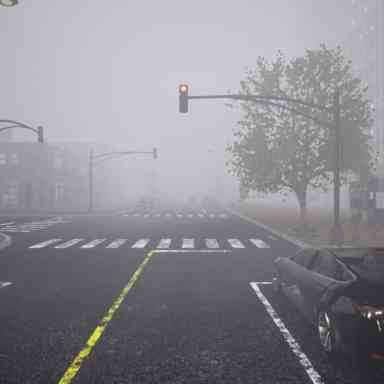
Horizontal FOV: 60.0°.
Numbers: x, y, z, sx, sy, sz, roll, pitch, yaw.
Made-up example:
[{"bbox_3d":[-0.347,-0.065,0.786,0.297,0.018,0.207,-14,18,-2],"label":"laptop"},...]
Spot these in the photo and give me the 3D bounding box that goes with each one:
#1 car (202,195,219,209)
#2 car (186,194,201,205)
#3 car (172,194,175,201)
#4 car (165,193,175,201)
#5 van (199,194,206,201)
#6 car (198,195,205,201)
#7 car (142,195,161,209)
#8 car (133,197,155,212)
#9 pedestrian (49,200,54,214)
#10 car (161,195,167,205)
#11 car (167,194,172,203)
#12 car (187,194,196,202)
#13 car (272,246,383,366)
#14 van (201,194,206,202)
[{"bbox_3d":[2.644,1.528,44.000,1.752,1.417,4.829,0,0,0],"label":"car"},{"bbox_3d":[0.033,1.568,59.036,1.994,1.385,4.181,0,0,0],"label":"car"},{"bbox_3d":[-5.780,1.558,82.675,2.008,1.369,4.403,0,0,0],"label":"car"},{"bbox_3d":[-5.786,1.324,88.227,2.192,1.841,5.009,0,0,0],"label":"car"},{"bbox_3d":[2.602,1.349,82.687,1.690,1.788,3.998,0,0,0],"label":"van"},{"bbox_3d":[2.594,1.534,88.408,1.752,1.417,4.829,0,0,0],"label":"car"},{"bbox_3d":[-5.735,1.318,43.818,2.192,1.841,5.009,0,0,0],"label":"car"},{"bbox_3d":[-5.729,1.584,38.267,1.802,1.307,4.206,0,0,0],"label":"car"},{"bbox_3d":[-12.783,1.318,30.262,0.375,1.300,0.375,0,-1,-1],"label":"pedestrian"},{"bbox_3d":[-5.748,1.555,54.921,2.008,1.369,4.403,0,0,0],"label":"car"},{"bbox_3d":[-5.767,1.531,71.404,1.752,1.417,4.829,0,0,0],"label":"car"},{"bbox_3d":[-0.088,1.362,79.487,2.097,1.767,4.553,0,0,0],"label":"car"},{"bbox_3d":[2.688,1.566,5.801,1.947,1.339,4.313,0,0,0],"label":"car"},{"bbox_3d":[2.639,1.345,49.382,1.690,1.788,3.998,0,0,0],"label":"van"}]
